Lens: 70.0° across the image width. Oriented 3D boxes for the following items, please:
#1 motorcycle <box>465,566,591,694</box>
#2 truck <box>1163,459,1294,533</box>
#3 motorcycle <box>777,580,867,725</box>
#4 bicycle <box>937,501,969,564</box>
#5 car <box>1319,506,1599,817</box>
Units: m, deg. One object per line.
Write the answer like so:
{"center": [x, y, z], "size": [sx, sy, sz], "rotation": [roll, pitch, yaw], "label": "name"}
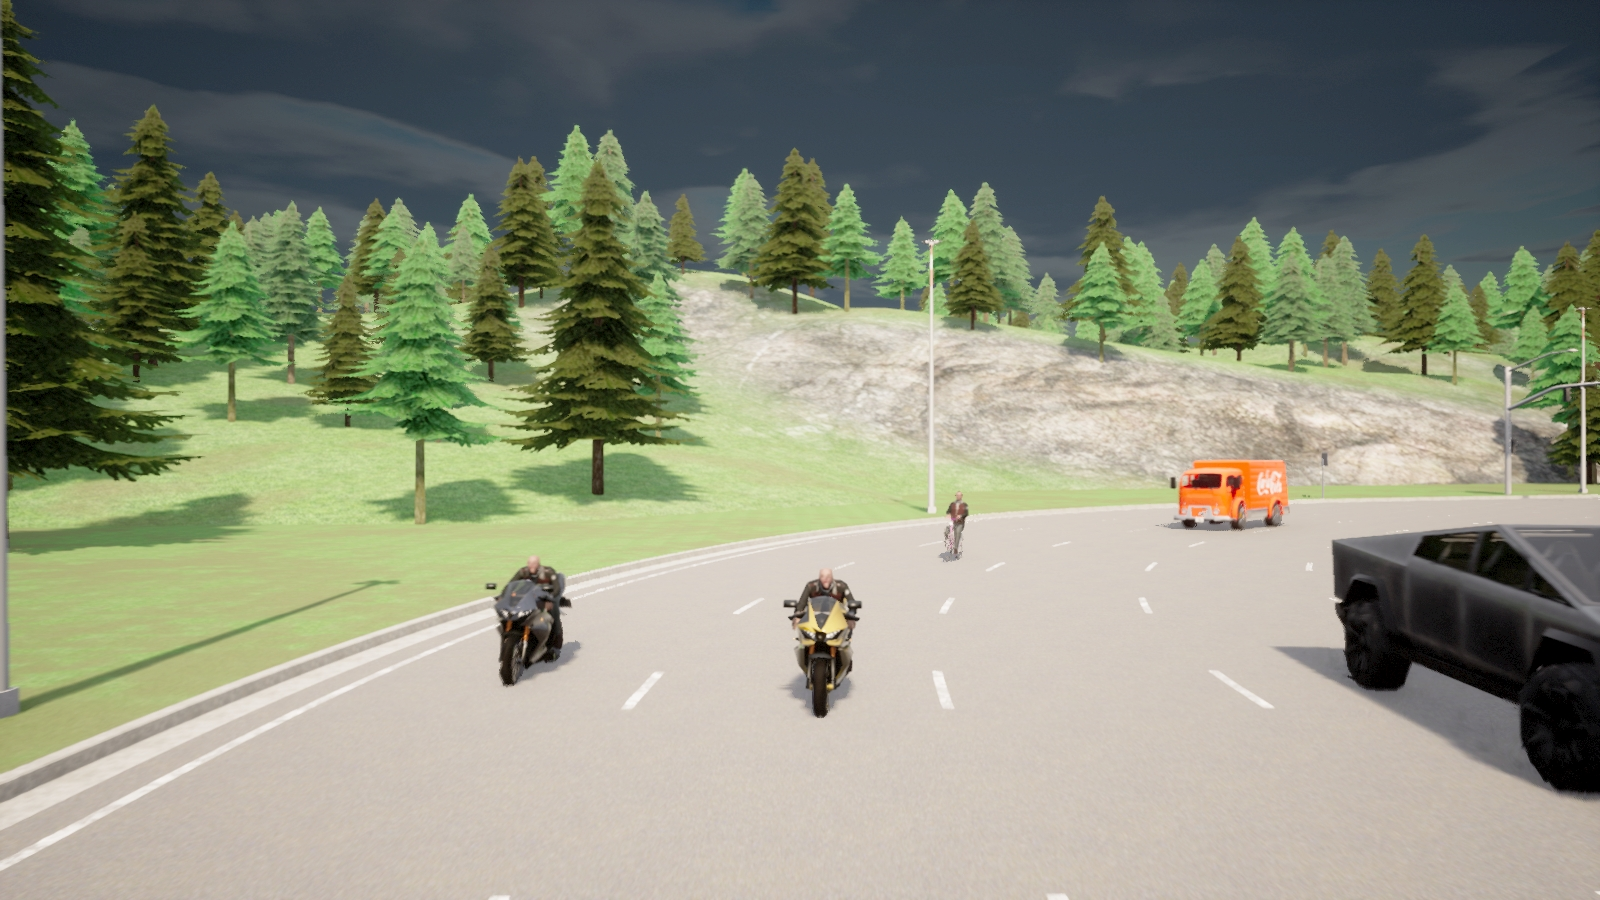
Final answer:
{"center": [-3.387, 2.215, 14.464], "size": [0.867, 1.251, 2.209], "rotation": [1, 0, 5], "label": "motorcycle"}
{"center": [15.619, 1.596, 41.470], "size": [2.627, 2.467, 5.204], "rotation": [-1, -1, 43], "label": "truck"}
{"center": [0.293, 2.214, 12.898], "size": [0.867, 1.251, 2.209], "rotation": [0, 0, 5], "label": "motorcycle"}
{"center": [3.902, 2.078, 29.009], "size": [0.329, 1.471, 1.835], "rotation": [3, 0, 21], "label": "bicycle"}
{"center": [7.556, 1.761, 11.407], "size": [2.390, 2.098, 6.274], "rotation": [0, 0, 5], "label": "car"}
